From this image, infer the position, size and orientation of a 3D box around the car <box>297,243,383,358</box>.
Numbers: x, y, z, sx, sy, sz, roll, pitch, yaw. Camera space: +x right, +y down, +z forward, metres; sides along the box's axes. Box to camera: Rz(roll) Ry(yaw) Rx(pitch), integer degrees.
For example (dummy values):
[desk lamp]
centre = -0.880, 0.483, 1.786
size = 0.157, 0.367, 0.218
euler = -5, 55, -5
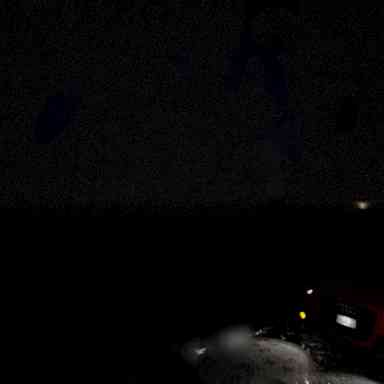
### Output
[car]
centre = 3.747, 1.616, 5.744
size = 4.181, 1.385, 1.994
euler = 1, 0, -35
